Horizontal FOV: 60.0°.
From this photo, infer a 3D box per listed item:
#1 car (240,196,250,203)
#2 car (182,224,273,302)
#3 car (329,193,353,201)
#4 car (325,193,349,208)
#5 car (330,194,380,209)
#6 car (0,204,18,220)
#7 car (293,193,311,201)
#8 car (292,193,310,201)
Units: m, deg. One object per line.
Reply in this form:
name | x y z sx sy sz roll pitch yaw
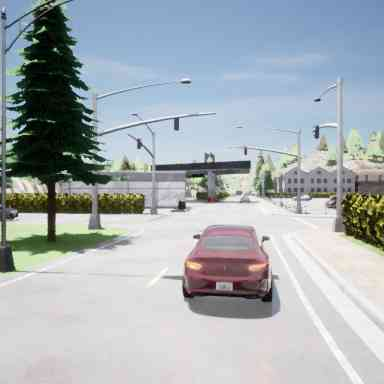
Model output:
car | 10.849 1.526 68.068 1.812 1.442 4.674 0 0 10
car | 0.940 1.526 8.241 1.812 1.442 4.674 0 0 9
car | 33.283 1.097 74.555 4.605 1.855 1.932 0 0 9
car | 19.529 1.330 42.028 5.027 1.636 2.152 0 0 9
car | 19.084 1.340 38.922 4.514 1.523 2.007 0 0 9
car | -16.208 1.492 26.272 4.902 1.511 2.128 0 0 9
car | 26.034 1.077 79.047 3.866 1.878 1.905 0 0 9
car | 24.904 1.361 75.861 3.806 1.475 1.970 0 0 9
